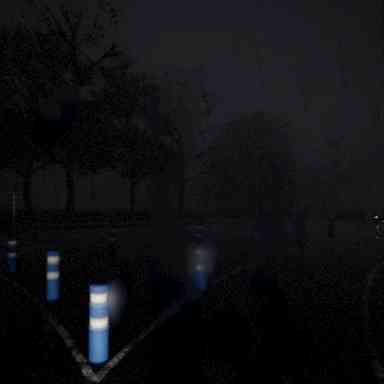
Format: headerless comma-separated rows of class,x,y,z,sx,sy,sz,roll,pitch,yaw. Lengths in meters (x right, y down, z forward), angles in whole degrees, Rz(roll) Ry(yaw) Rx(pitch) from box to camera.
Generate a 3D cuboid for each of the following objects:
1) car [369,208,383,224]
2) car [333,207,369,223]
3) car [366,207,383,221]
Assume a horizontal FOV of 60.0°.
car,18.894,2.323,31.319,2.033,1.411,5.357,1,-2,45
car,15.840,2.190,33.214,1.882,1.535,5.008,1,-2,45
car,22.978,2.630,40.491,1.882,1.535,5.008,1,-2,44
